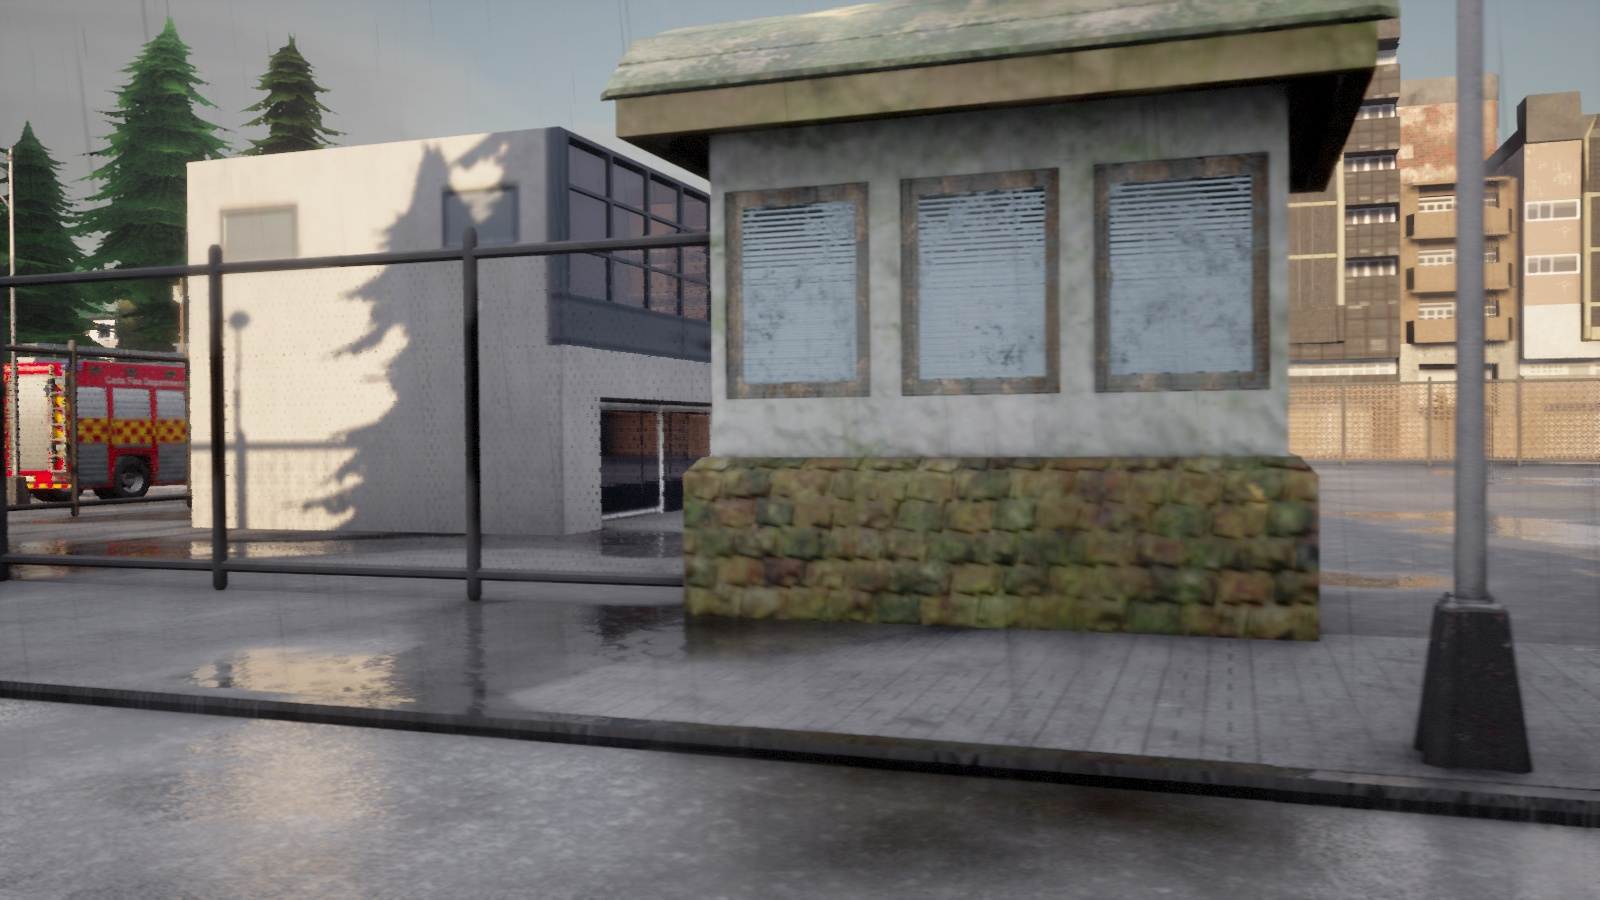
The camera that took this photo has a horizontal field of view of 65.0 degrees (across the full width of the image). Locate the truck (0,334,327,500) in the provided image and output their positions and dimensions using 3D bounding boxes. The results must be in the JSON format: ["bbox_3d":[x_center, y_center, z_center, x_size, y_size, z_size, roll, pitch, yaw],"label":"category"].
[{"bbox_3d":[-16.617,-0.799,33.348,2.891,3.827,8.468,0,1,18],"label":"truck"}]
